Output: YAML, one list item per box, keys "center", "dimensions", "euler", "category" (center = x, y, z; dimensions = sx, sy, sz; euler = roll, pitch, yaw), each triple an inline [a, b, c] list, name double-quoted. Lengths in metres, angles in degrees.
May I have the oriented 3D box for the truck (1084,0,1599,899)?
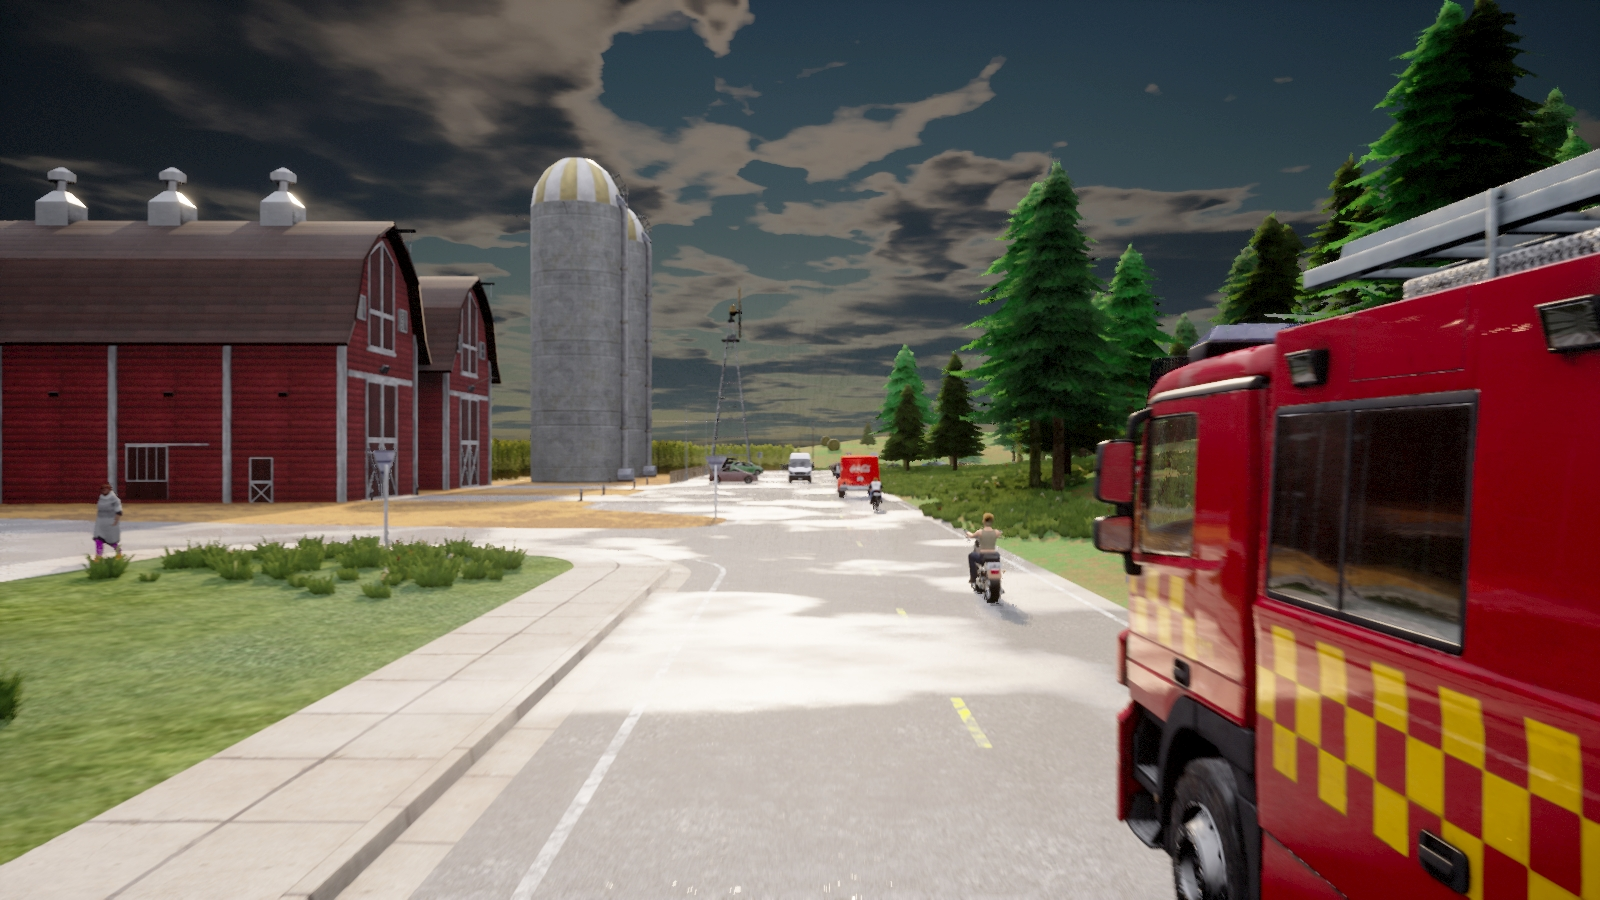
- center: [3.498, 0.750, 4.013]
  dimensions: [2.891, 3.827, 8.468]
  euler: [0, 0, 0]
  category: "truck"

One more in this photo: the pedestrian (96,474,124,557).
- center: [-15.535, 1.470, 25.726]
  dimensions: [0.375, 1.860, 0.375]
  euler: [0, 0, 6]
  category: "pedestrian"

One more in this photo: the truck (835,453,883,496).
- center: [3.509, 1.428, 68.914]
  dimensions: [2.627, 2.467, 5.204]
  euler: [0, 0, 0]
  category: "truck"
